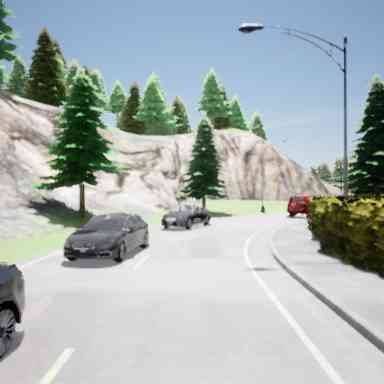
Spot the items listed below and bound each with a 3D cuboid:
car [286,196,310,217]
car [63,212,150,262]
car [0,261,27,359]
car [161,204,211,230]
[{"bbox_3d":[11.477,1.361,32.018,5.566,2.045,2.150,0,0,-35],"label":"car"},{"bbox_3d":[-2.966,1.560,12.514,1.837,1.490,4.892,0,0,8],"label":"car"},{"bbox_3d":[-3.486,1.506,3.149,2.128,1.511,4.902,0,0,1],"label":"car"},{"bbox_3d":[-0.278,1.588,22.179,2.128,1.511,4.902,0,0,25],"label":"car"}]
